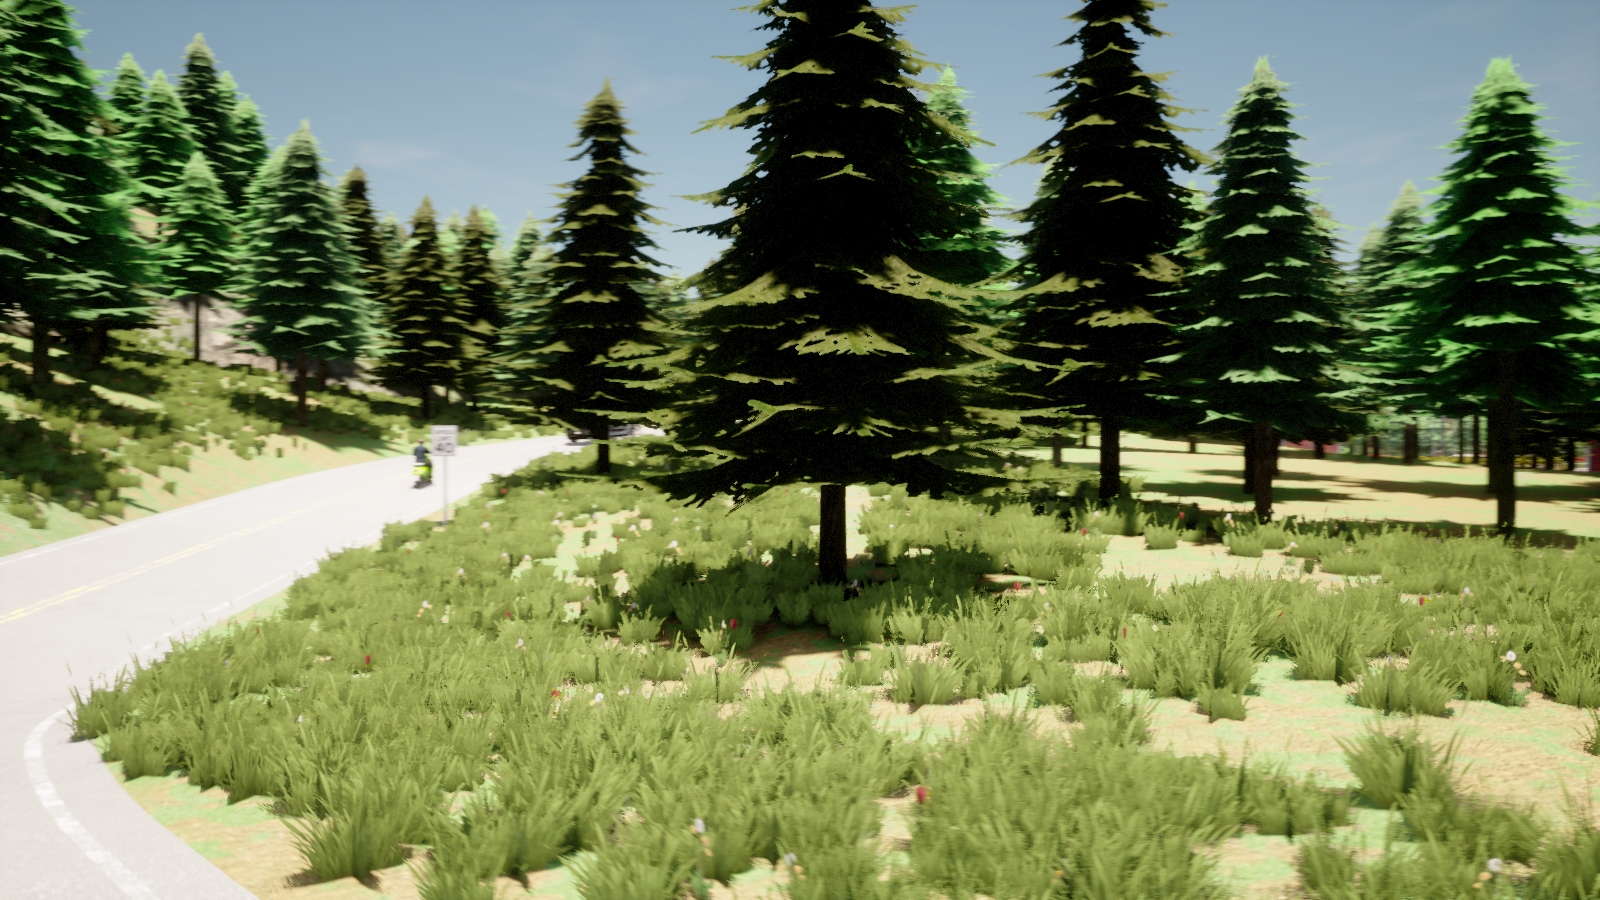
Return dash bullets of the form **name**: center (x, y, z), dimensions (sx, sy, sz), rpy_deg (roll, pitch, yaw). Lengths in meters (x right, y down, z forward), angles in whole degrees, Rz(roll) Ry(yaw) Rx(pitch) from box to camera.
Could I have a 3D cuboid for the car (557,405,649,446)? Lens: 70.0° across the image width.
- **car**: center (-9.676, -1.250, 56.647), dimensions (2.097, 1.638, 5.238), rpy_deg (0, 5, 20)
